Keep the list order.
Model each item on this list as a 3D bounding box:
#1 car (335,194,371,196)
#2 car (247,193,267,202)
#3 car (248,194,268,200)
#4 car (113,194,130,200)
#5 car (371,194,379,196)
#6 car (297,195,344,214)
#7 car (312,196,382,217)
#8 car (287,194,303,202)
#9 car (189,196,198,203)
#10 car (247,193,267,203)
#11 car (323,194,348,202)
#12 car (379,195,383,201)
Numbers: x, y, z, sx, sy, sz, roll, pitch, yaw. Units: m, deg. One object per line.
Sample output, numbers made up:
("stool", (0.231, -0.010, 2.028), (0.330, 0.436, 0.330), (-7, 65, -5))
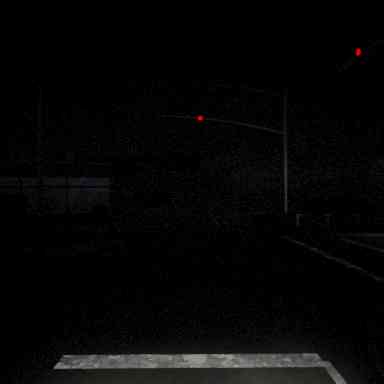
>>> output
("car", (20.651, 1.320, 43.266), (3.633, 1.501, 1.845), (0, 0, 0))
("car", (13.450, 1.077, 68.978), (3.866, 1.878, 1.905), (0, 0, 0))
("car", (18.134, 1.333, 91.607), (4.902, 1.511, 2.128), (0, 0, 0))
("car", (-19.401, 1.332, 91.583), (4.674, 1.442, 1.812), (0, 0, 0))
("car", (38.378, 1.232, 69.054), (3.806, 1.475, 1.970), (0, 0, 0))
("car", (13.017, 1.330, 31.395), (5.027, 1.636, 2.152), (0, 0, 0))
("car", (13.080, 1.339, 28.258), (4.514, 1.523, 2.007), (0, 0, 0))
("car", (21.329, 1.097, 65.718), (4.605, 1.855, 1.932), (0, 0, 0))
("car", (0.273, 1.547, 69.680), (2.033, 1.411, 5.357), (0, 0, 0))
("car", (12.850, 1.361, 65.652), (3.806, 1.475, 1.970), (0, 0, 0))
("car", (31.317, 1.298, 72.693), (4.514, 1.523, 2.007), (0, 0, 0))
("car", (38.723, 1.153, 62.638), (5.027, 1.636, 2.152), (0, 0, 0))
